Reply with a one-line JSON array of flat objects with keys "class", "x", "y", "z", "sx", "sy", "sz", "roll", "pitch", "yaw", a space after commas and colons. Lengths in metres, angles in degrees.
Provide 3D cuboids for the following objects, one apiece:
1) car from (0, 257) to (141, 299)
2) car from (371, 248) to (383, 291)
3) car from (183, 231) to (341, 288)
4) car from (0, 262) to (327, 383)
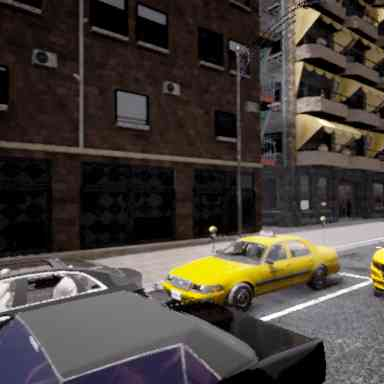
[{"class": "car", "x": -2.694, "y": 1.685, "z": 4.560, "sx": 4.403, "sy": 1.369, "sz": 2.008, "roll": 0, "pitch": 0, "yaw": -37}, {"class": "car", "x": 6.244, "y": 1.507, "z": 8.078, "sx": 5.008, "sy": 1.535, "sz": 1.882, "roll": 0, "pitch": -1, "yaw": -37}, {"class": "car", "x": 1.614, "y": 1.634, "z": 7.813, "sx": 4.829, "sy": 1.417, "sz": 1.752, "roll": 0, "pitch": 0, "yaw": -37}, {"class": "car", "x": -1.056, "y": 1.674, "z": 2.552, "sx": 4.718, "sy": 1.301, "sz": 1.895, "roll": 0, "pitch": -1, "yaw": -38}]
